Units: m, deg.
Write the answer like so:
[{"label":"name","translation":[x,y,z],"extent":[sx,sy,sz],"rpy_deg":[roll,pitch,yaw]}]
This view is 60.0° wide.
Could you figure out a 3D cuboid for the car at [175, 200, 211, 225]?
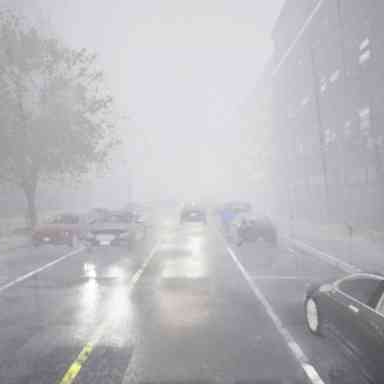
[{"label":"car","translation":[0.095,1.623,25.424],"extent":[2.163,1.488,4.792],"rpy_deg":[0,0,0]}]

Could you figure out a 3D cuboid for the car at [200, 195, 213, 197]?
[{"label":"car","translation":[2.663,1.564,54.821],"extent":[2.192,1.841,5.009],"rpy_deg":[1,0,0]}]

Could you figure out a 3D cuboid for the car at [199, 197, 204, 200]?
[{"label":"car","translation":[0.079,1.736,41.065],"extent":[2.033,1.411,5.357],"rpy_deg":[0,0,0]}]

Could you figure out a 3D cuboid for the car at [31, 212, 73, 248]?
[{"label":"car","translation":[-5.682,1.617,15.261],"extent":[1.887,1.381,4.507],"rpy_deg":[1,0,0]}]

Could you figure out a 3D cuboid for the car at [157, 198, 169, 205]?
[{"label":"car","translation":[-5.689,1.850,66.169],"extent":[2.008,1.369,4.403],"rpy_deg":[1,0,0]}]

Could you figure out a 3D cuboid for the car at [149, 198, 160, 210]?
[{"label":"car","translation":[-5.685,1.724,43.374],"extent":[1.752,1.417,4.829],"rpy_deg":[1,0,0]}]

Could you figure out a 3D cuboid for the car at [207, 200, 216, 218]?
[{"label":"car","translation":[2.702,1.716,32.194],"extent":[1.947,1.339,4.313],"rpy_deg":[1,0,0]}]

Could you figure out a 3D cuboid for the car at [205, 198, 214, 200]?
[{"label":"car","translation":[2.707,1.701,38.021],"extent":[1.752,1.417,4.829],"rpy_deg":[1,0,0]}]

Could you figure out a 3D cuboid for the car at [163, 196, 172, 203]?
[{"label":"car","translation":[-5.688,1.788,77.482],"extent":[1.967,1.590,4.097],"rpy_deg":[1,0,0]}]

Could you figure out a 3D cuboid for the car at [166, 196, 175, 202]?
[{"label":"car","translation":[-5.690,1.837,88.794],"extent":[1.967,1.590,4.097],"rpy_deg":[1,0,0]}]

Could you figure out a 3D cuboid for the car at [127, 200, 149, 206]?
[{"label":"car","translation":[-5.684,1.701,32.231],"extent":[2.008,1.369,4.403],"rpy_deg":[1,0,0]}]

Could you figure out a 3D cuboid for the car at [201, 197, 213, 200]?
[{"label":"car","translation":[2.660,1.806,49.164],"extent":[1.802,1.307,4.206],"rpy_deg":[1,0,0]}]

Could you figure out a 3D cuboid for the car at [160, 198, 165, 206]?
[{"label":"car","translation":[-5.688,1.825,60.512],"extent":[2.008,1.369,4.403],"rpy_deg":[1,0,0]}]

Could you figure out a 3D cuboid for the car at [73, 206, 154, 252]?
[{"label":"car","translation":[-3.104,1.559,14.318],"extent":[2.128,1.511,4.902],"rpy_deg":[0,0,0]}]

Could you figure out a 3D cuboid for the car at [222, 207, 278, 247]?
[{"label":"car","translation":[2.698,1.623,15.226],"extent":[2.008,1.369,4.403],"rpy_deg":[1,0,0]}]

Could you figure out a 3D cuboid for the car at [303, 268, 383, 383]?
[{"label":"car","translation":[2.700,1.570,3.914],"extent":[2.008,1.369,4.403],"rpy_deg":[1,0,0]}]

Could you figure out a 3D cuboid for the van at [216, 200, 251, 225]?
[{"label":"van","translation":[2.701,1.440,20.883],"extent":[1.690,1.788,3.998],"rpy_deg":[1,0,0]}]

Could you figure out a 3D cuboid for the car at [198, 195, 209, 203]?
[{"label":"car","translation":[2.660,1.663,77.445],"extent":[2.192,1.841,5.009],"rpy_deg":[1,0,0]}]

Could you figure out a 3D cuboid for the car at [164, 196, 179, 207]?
[{"label":"car","translation":[-3.057,1.803,56.276],"extent":[2.033,1.411,5.357],"rpy_deg":[0,0,1]}]
